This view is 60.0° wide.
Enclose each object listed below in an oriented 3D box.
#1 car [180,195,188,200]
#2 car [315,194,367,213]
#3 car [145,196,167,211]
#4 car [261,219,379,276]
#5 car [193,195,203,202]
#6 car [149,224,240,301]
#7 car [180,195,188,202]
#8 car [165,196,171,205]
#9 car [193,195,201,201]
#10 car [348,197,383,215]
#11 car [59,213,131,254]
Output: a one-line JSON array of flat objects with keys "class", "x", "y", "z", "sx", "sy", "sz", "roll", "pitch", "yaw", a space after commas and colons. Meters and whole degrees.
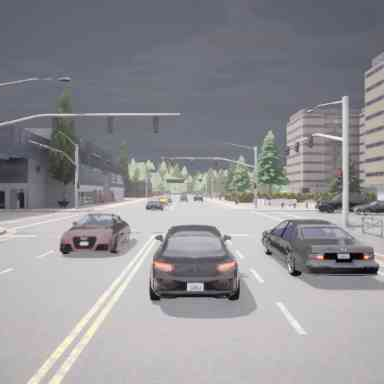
[{"class": "car", "x": -2.181, "y": 1.467, "z": 88.779, "sx": 1.994, "sy": 1.385, "sz": 4.181, "roll": 0, "pitch": 0, "yaw": -1}, {"class": "car", "x": 16.291, "y": 1.222, "z": 36.005, "sx": 5.566, "sy": 2.045, "sz": 2.150, "roll": 0, "pitch": 0, "yaw": -2}, {"class": "car", "x": -4.489, "y": 1.564, "z": 40.407, "sx": 1.994, "sy": 1.385, "sz": 4.181, "roll": 0, "pitch": 0, "yaw": -2}, {"class": "car", "x": 3.534, "y": 1.547, "z": 10.280, "sx": 2.033, "sy": 1.411, "sz": 5.357, "roll": 0, "pitch": 0, "yaw": 0}, {"class": "car", "x": 1.579, "y": 1.478, "z": 78.713, "sx": 1.882, "sy": 1.535, "sz": 5.008, "roll": 0, "pitch": 0, "yaw": -1}, {"class": "car", "x": 0.037, "y": 1.526, "z": 8.224, "sx": 1.812, "sy": 1.442, "sz": 4.674, "roll": 0, "pitch": 0, "yaw": -1}, {"class": "car", "x": -1.908, "y": 1.533, "z": 78.143, "sx": 2.033, "sy": 1.411, "sz": 5.357, "roll": 0, "pitch": 0, "yaw": -1}, {"class": "car", "x": -4.902, "y": 1.477, "z": 54.969, "sx": 1.882, "sy": 1.535, "sz": 5.008, "roll": 0, "pitch": 0, "yaw": -1}, {"class": "car", "x": 1.318, "y": 1.500, "z": 88.851, "sx": 1.837, "sy": 1.490, "sz": 4.892, "roll": 0, "pitch": 0, "yaw": -1}, {"class": "car", "x": 18.226, "y": 1.526, "z": 32.537, "sx": 4.674, "sy": 1.442, "sz": 1.812, "roll": 0, "pitch": 0, "yaw": -2}, {"class": "car", "x": -3.691, "y": 1.564, "z": 13.294, "sx": 1.994, "sy": 1.385, "sz": 4.181, "roll": 0, "pitch": 0, "yaw": -1}]
